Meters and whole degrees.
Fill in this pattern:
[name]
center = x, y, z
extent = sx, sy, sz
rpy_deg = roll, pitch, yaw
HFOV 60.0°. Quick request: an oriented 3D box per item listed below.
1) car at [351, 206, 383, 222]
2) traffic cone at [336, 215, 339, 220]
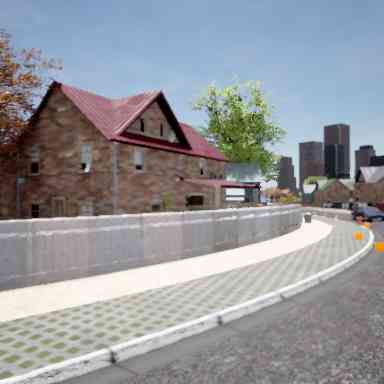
[car]
center = 16.969, 2.092, 31.983
extent = 2.033, 1.411, 5.357
rpy_deg = -1, -2, 9
[traffic cone]
center = 15.237, 2.600, 34.967
extent = 0.340, 0.580, 0.340
rpy_deg = -1, -2, 9
